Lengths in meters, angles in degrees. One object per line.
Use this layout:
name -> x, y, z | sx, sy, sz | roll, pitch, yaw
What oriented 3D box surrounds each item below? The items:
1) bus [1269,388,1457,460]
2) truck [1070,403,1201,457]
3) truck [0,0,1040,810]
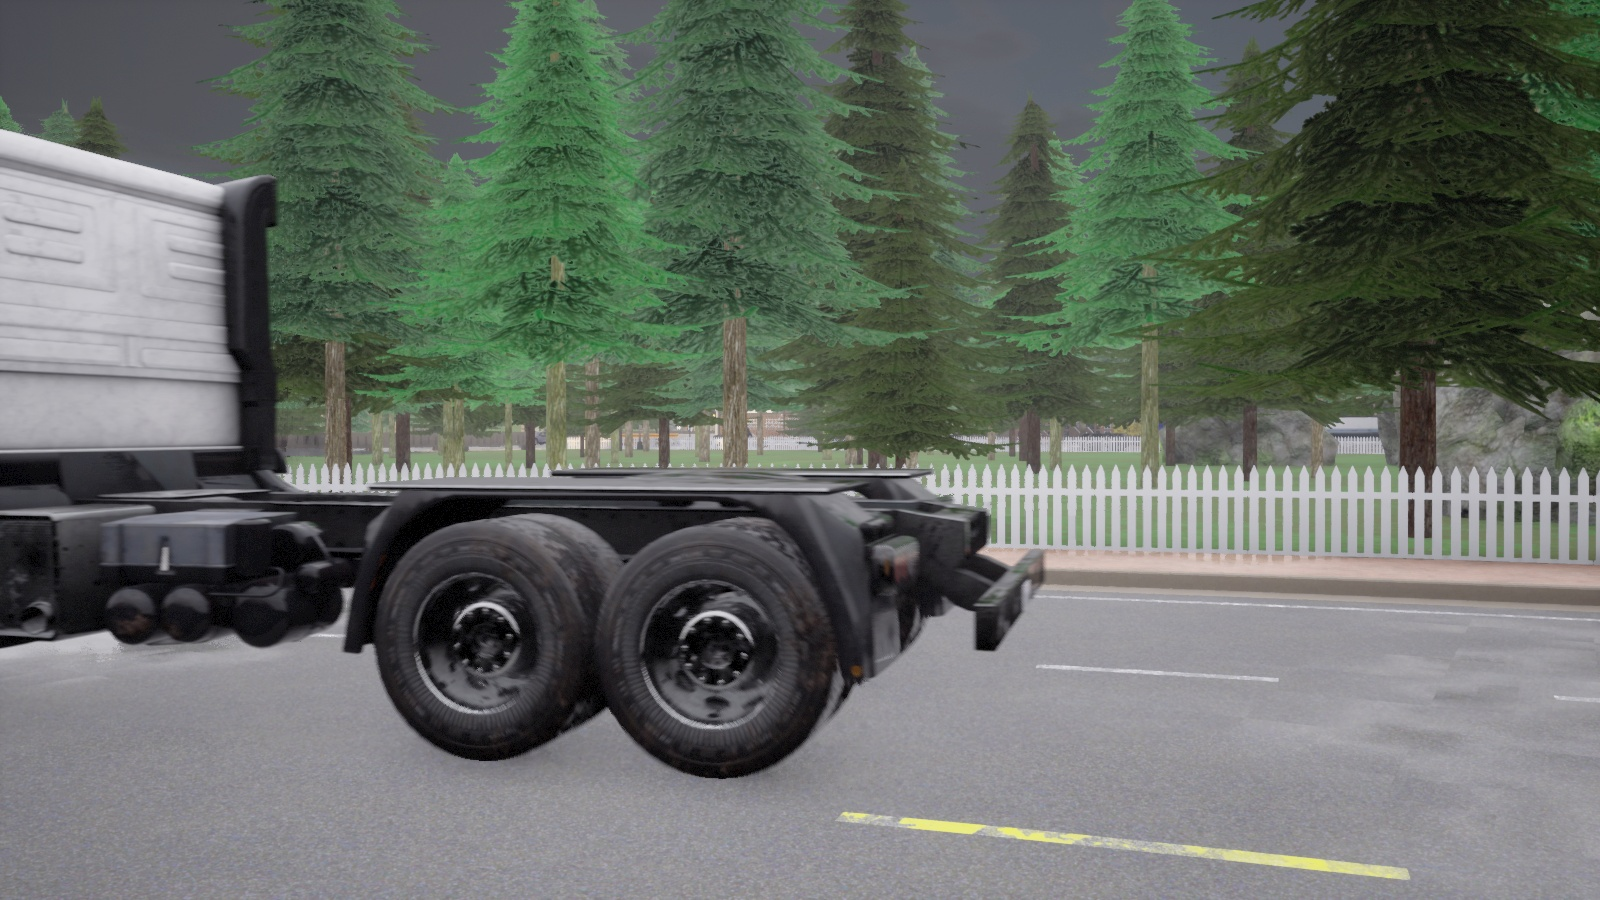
bus -> 35.381, -1.628, 79.101 | 10.273, 4.253, 3.944 | 1, 1, 33
truck -> 22.241, -1.352, 83.439 | 7.936, 3.462, 2.891 | 1, 1, 33
truck -> -2.701, -0.288, 7.632 | 7.936, 3.462, 2.891 | 0, 1, 16
